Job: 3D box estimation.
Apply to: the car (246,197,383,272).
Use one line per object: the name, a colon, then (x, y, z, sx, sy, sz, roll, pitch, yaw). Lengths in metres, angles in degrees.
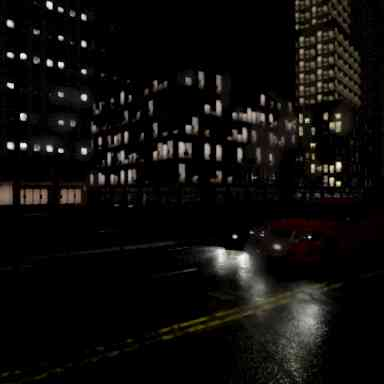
car: (4.644, 1.220, 11.238, 5.566, 2.045, 2.150, 0, 0, -37)

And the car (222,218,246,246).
car: (3.272, 1.564, 14.302, 4.181, 1.385, 1.994, 0, 0, -37)
